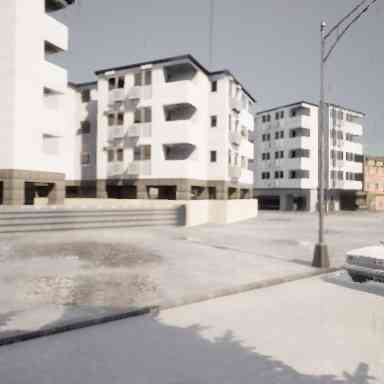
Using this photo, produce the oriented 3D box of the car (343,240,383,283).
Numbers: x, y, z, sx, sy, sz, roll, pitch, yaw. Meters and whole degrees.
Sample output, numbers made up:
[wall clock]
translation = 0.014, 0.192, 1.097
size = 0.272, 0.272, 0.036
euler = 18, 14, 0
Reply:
[car]
translation = 6.124, 1.738, 8.924
size = 4.718, 1.301, 1.895
euler = 1, -1, -35
